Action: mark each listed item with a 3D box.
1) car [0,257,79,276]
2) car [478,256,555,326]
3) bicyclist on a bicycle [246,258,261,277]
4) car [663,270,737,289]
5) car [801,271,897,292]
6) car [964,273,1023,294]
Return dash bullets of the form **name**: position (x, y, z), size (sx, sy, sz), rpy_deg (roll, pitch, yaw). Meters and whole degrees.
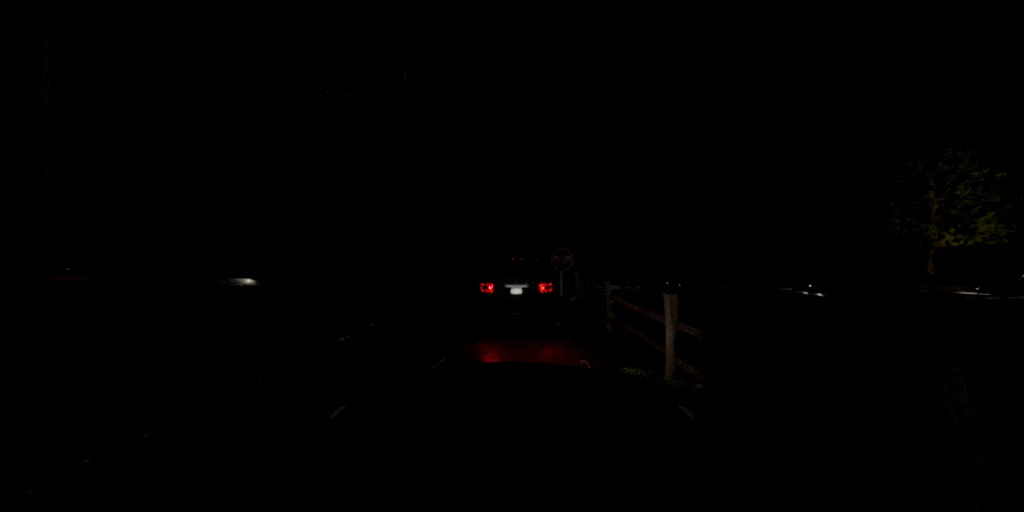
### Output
- **car**: position (-37.130, 0.788, 28.127), size (4.902, 1.511, 2.128), rpy_deg (1, 0, 2)
- **car**: position (0.150, 1.015, 12.040), size (2.150, 2.045, 5.566), rpy_deg (0, 0, 1)
- **bicyclist on a bicycle**: position (-21.990, 0.995, 30.531), size (0.582, 1.620, 1.656), rpy_deg (1, 0, 2)
- **car**: position (13.468, 1.669, 25.991), size (4.718, 1.301, 1.895), rpy_deg (1, 0, 1)
- **car**: position (23.995, 1.770, 25.585), size (5.357, 1.411, 2.033), rpy_deg (1, 0, 2)
- **car**: position (35.396, 1.933, 25.103), size (5.357, 1.411, 2.033), rpy_deg (1, 0, 2)
